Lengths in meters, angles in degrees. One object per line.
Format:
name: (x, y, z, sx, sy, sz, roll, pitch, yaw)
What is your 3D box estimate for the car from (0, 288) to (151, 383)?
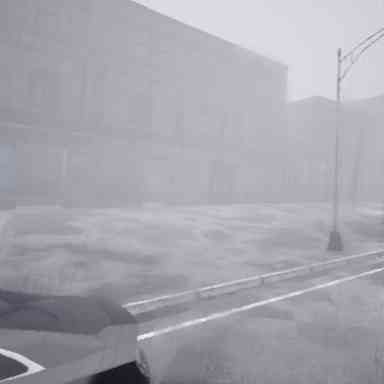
car: (-2.589, 1.491, 1.906, 4.902, 1.511, 2.128, 0, 0, -36)
